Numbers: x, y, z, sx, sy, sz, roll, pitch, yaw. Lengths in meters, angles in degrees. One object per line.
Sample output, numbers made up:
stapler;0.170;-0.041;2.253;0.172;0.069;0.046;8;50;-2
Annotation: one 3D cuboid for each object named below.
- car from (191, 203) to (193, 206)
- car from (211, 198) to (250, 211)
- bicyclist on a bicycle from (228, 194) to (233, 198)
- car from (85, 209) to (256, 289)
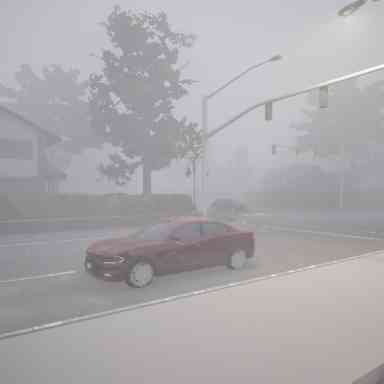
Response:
car;-1.823;1.241;43.779;2.097;1.767;4.553;0;0;-36
car;4.081;1.416;35.739;1.837;1.490;4.892;0;0;-36
bicyclist on a bicycle;5.860;1.176;51.028;1.656;1.620;0.582;0;0;-36
car;-0.401;1.455;9.299;5.008;1.535;1.882;0;0;-36
